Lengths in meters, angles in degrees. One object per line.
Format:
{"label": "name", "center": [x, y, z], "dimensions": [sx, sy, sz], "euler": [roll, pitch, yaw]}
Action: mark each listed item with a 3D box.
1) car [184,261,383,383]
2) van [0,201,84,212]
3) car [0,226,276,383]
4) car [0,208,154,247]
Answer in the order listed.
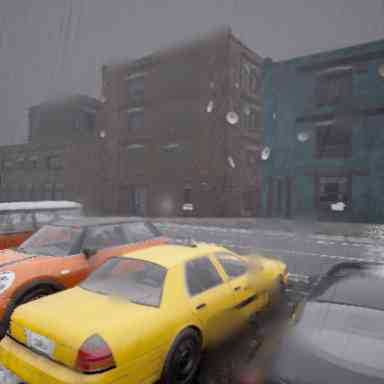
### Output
{"label": "car", "center": [2.134, 1.520, 3.620], "dimensions": [2.002, 1.452, 4.674], "euler": [0, 0, 35]}
{"label": "van", "center": [-4.544, 1.254, 8.527], "dimensions": [1.878, 1.987, 4.442], "euler": [0, 0, 35]}
{"label": "car", "center": [-0.023, 1.477, 5.389], "dimensions": [1.946, 1.575, 5.366], "euler": [0, 0, 35]}
{"label": "car", "center": [-2.379, 1.355, 6.878], "dimensions": [2.185, 1.767, 4.553], "euler": [0, 0, 35]}
